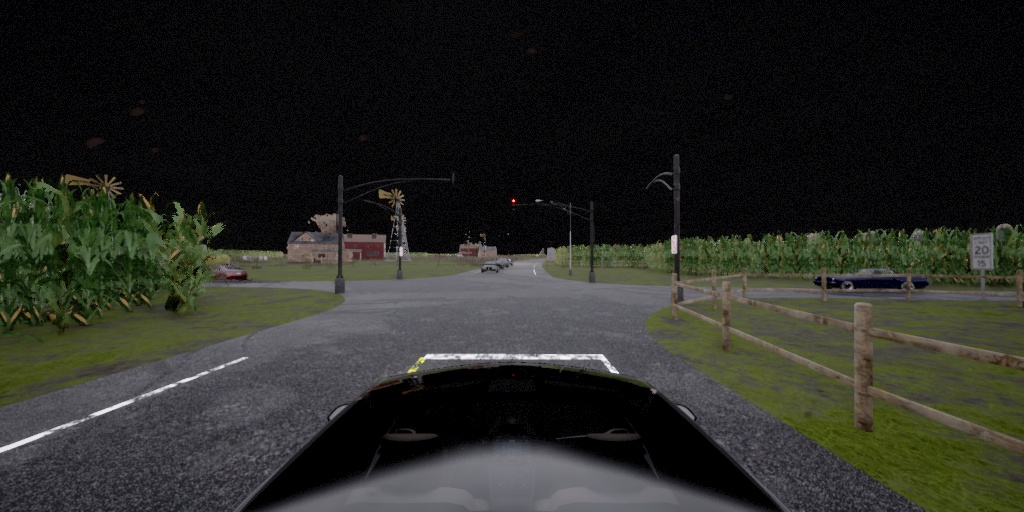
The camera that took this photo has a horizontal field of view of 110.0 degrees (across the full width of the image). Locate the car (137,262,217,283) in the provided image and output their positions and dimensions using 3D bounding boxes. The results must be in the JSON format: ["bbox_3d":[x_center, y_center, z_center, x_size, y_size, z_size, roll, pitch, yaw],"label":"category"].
[{"bbox_3d":[-24.173,1.193,25.354,4.902,1.511,2.128,0,-1,10],"label":"car"}]

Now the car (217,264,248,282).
[{"bbox_3d":[-23.168,1.305,28.163,4.181,1.385,1.994,0,-1,10],"label":"car"}]

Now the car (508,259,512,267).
[{"bbox_3d":[-1.574,1.080,61.369,2.097,1.767,4.553,0,0,4],"label":"car"}]

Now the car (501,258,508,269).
[{"bbox_3d":[-2.130,1.337,52.503,1.895,1.301,4.718,0,0,3],"label":"car"}]

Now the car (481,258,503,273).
[{"bbox_3d":[-2.574,1.306,43.750,1.994,1.385,4.181,0,0,3],"label":"car"}]

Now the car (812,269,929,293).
[{"bbox_3d":[20.394,1.399,20.634,4.718,1.301,1.895,0,-1,9],"label":"car"}]
